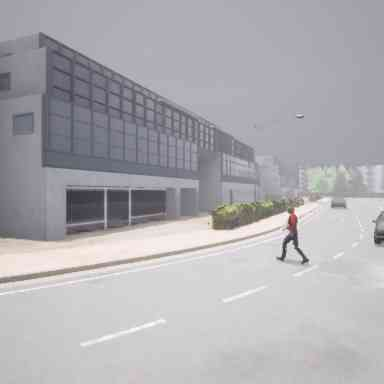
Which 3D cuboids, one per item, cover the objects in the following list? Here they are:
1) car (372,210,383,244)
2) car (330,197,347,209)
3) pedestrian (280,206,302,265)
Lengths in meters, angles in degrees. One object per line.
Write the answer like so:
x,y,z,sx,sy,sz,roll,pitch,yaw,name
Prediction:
9.559,1.547,15.473,2.033,1.411,5.357,0,0,30,car
19.864,1.477,44.996,1.882,1.535,5.008,0,0,25,car
3.092,1.294,10.393,0.375,1.860,0.375,0,0,41,pedestrian
